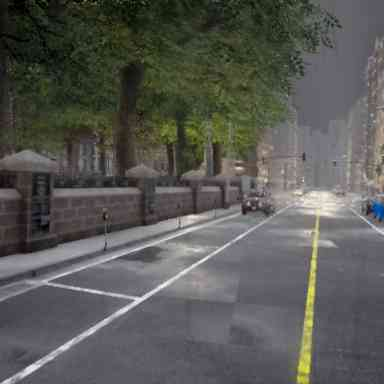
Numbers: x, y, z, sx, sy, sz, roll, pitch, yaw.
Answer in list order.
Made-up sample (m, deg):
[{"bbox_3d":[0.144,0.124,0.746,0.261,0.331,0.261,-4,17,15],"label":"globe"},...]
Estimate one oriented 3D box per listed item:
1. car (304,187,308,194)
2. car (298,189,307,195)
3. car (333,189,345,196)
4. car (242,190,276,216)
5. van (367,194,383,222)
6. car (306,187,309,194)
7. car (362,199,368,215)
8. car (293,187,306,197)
[{"bbox_3d":[23.029,0.146,71.090,2.008,1.369,4.403,2,2,21],"label":"car"},{"bbox_3d":[26.985,-0.041,81.247,1.887,1.381,4.507,2,2,21],"label":"car"},{"bbox_3d":[34.942,0.111,78.190,1.967,1.590,4.097,2,2,21],"label":"car"},{"bbox_3d":[5.203,0.753,25.302,2.192,1.841,5.009,2,2,21],"label":"car"},{"bbox_3d":[13.159,1.035,22.252,1.690,1.788,3.998,2,2,21],"label":"van"},{"bbox_3d":[25.007,0.049,76.169,1.887,1.381,4.507,2,2,21],"label":"car"},{"bbox_3d":[15.208,1.164,27.531,1.947,1.339,4.313,2,2,21],"label":"car"},{"bbox_3d":[20.990,0.216,65.853,1.752,1.417,4.829,2,2,21],"label":"car"}]
